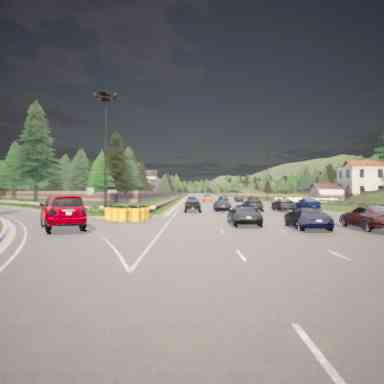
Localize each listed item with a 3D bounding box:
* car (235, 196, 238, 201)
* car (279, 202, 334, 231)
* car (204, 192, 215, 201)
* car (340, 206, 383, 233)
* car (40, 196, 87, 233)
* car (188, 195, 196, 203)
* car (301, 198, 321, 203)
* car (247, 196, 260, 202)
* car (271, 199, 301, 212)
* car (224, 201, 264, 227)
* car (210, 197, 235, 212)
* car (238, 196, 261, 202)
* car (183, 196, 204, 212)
[{"bbox_3d":[10.475,1.579,73.998,2.033,1.411,5.357,0,0,0],"label":"car"},{"bbox_3d":[7.094,1.575,20.560,1.994,1.385,4.181,0,0,0],"label":"car"},{"bbox_3d":[3.474,1.396,75.216,2.097,1.767,4.553,0,0,0],"label":"car"},{"bbox_3d":[10.579,1.536,19.779,1.812,1.442,4.674,0,0,0],"label":"car"},{"bbox_3d":[-7.802,1.232,20.040,2.150,2.045,5.566,0,0,-28],"label":"car"},{"bbox_3d":[-0.025,1.518,74.411,1.882,1.535,5.008,0,0,0],"label":"car"},{"bbox_3d":[14.086,1.500,40.614,1.882,1.535,5.008,0,0,0],"label":"car"},{"bbox_3d":[13.974,1.581,75.666,2.033,1.411,5.357,0,0,0],"label":"car"},{"bbox_3d":[10.587,1.513,38.988,2.128,1.511,4.902,0,0,0],"label":"car"},{"bbox_3d":[3.592,1.577,22.994,1.994,1.385,4.181,0,0,0],"label":"car"},{"bbox_3d":[3.586,1.586,39.778,1.994,1.385,4.181,0,0,0],"label":"car"},{"bbox_3d":[7.087,1.513,38.985,2.128,1.511,4.902,0,0,0],"label":"car"},{"bbox_3d":[0.089,1.526,39.060,1.837,1.490,4.892,0,0,0],"label":"car"}]
